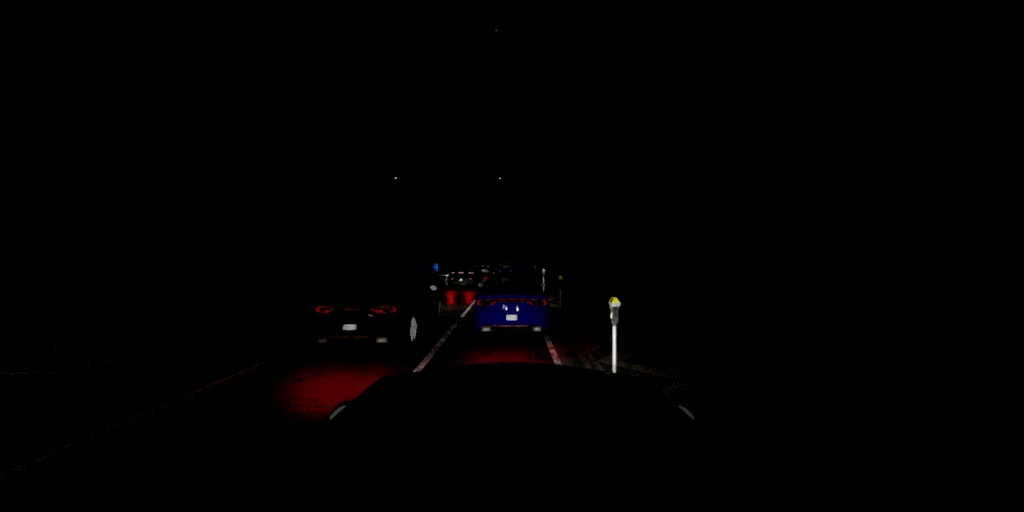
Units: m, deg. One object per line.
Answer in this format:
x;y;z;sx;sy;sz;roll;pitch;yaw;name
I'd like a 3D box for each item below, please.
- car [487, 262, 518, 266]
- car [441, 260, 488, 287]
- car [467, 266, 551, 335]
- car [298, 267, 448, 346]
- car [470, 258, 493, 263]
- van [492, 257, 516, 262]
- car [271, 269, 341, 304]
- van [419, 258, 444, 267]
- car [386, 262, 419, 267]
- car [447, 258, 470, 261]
-0.383;1.280;22.119;1.751;1.417;4.829;0;0;0;car
-3.078;1.247;24.268;2.128;1.511;4.902;0;0;0;car
-0.006;1.228;10.500;1.882;1.535;5.008;0;0;0;car
-3.146;1.228;9.423;1.882;1.535;5.008;0;0;0;car
-3.076;1.255;39.536;2.128;1.511;4.902;0;0;0;car
-0.383;1.098;27.584;1.690;1.789;3.998;0;0;0;van
-8.908;1.297;16.299;1.888;1.381;4.507;0;0;0;car
-8.908;1.104;38.846;1.690;1.789;3.998;0;0;0;van
-8.908;1.323;27.572;1.948;1.339;4.313;0;0;0;car
-6.215;1.271;41.847;1.837;1.490;4.892;0;-1;0;car
